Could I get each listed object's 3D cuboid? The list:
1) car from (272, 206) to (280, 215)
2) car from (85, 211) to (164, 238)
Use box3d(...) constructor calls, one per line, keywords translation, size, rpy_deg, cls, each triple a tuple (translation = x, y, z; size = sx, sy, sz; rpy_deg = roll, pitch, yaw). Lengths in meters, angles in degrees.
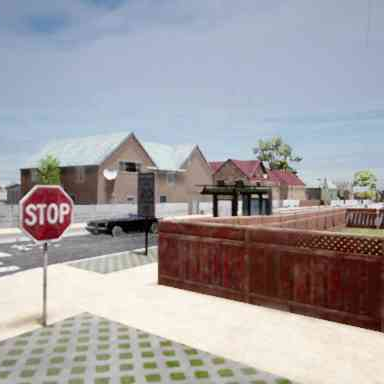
box3d(translation=(7.509, 2.065, 34.798), size=(1.895, 1.301, 4.718), rpy_deg=(1, 0, 36), cls="car")
box3d(translation=(-3.713, 1.792, 19.099), size=(1.895, 1.301, 4.718), rpy_deg=(1, 0, 36), cls="car")
